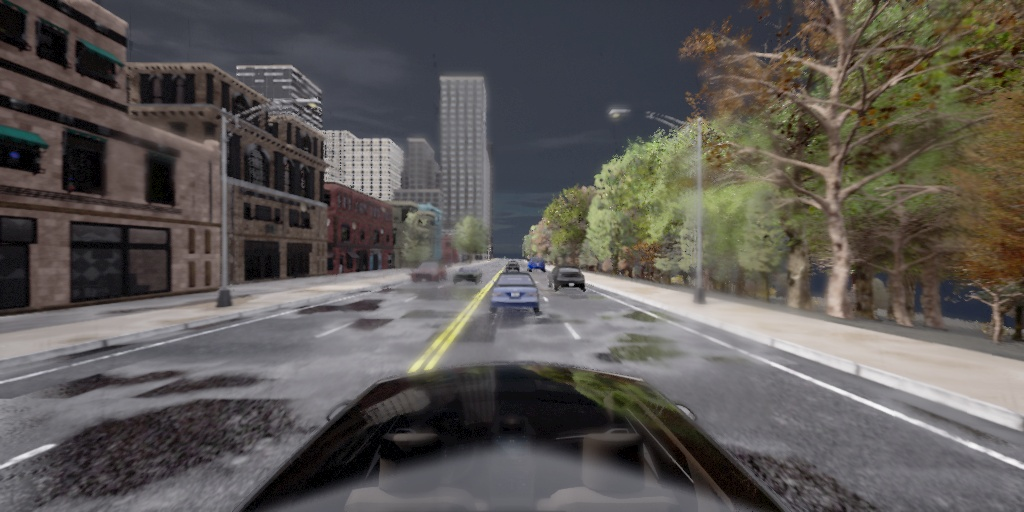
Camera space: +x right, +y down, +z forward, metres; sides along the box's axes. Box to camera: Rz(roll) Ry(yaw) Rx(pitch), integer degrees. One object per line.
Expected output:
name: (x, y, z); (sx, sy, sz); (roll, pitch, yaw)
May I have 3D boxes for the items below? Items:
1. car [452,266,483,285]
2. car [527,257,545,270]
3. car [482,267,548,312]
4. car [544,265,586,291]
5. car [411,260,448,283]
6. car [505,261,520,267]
car: (-3.337, 1.464, 27.438); (1.895, 1.301, 4.718); (0, 0, 0)
car: (3.369, 1.178, 49.631); (2.150, 2.045, 5.566); (0, 0, 0)
car: (0.106, 1.355, 14.574); (2.033, 1.411, 5.357); (0, 0, 0)
car: (3.359, 1.349, 22.584); (1.837, 1.490, 4.892); (0, 0, 0)
car: (-6.584, 1.222, 29.006); (2.097, 1.767, 4.553); (0, 0, 0)
car: (0.119, 1.467, 50.854); (1.837, 1.490, 4.892); (0, 0, 0)
